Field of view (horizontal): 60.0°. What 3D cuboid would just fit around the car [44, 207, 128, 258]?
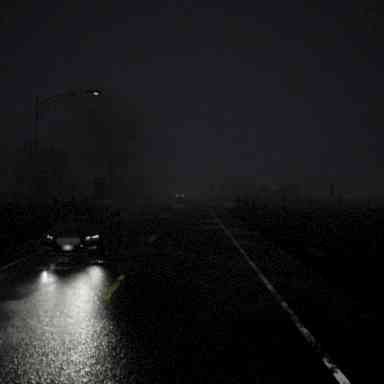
[{"bbox_3d":[-3.590,1.312,12.046,2.128,1.511,4.902,0,1,0],"label":"car"}]
